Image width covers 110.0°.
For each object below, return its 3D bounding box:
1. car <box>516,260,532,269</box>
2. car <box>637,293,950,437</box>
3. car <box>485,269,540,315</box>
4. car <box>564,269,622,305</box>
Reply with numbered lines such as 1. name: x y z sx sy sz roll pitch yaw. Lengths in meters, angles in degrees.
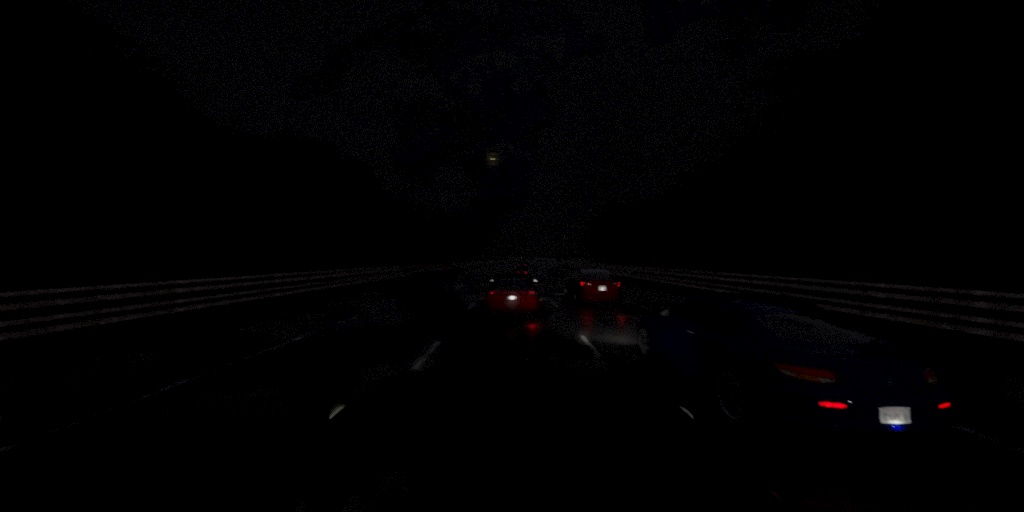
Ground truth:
1. car: 1.662 1.592 57.022 2.128 1.511 4.902 0 0 3
2. car: 3.503 1.297 5.576 1.812 1.442 4.674 0 0 0
3. car: 0.052 1.375 13.958 1.994 1.385 4.181 0 0 1
4. car: 3.610 1.335 16.510 2.163 1.488 4.792 0 0 1
